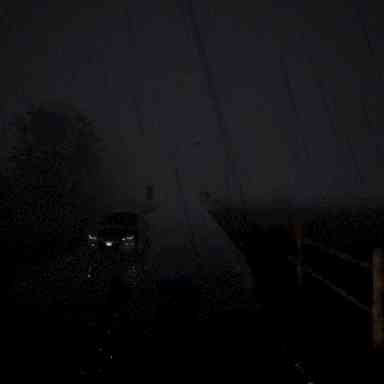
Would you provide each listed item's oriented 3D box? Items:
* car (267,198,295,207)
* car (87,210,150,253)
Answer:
[{"bbox_3d":[14.060,1.581,52.523,4.181,1.385,1.994,0,-1,-1],"label":"car"},{"bbox_3d":[-2.854,1.542,13.856,1.837,1.490,4.892,0,0,0],"label":"car"}]
